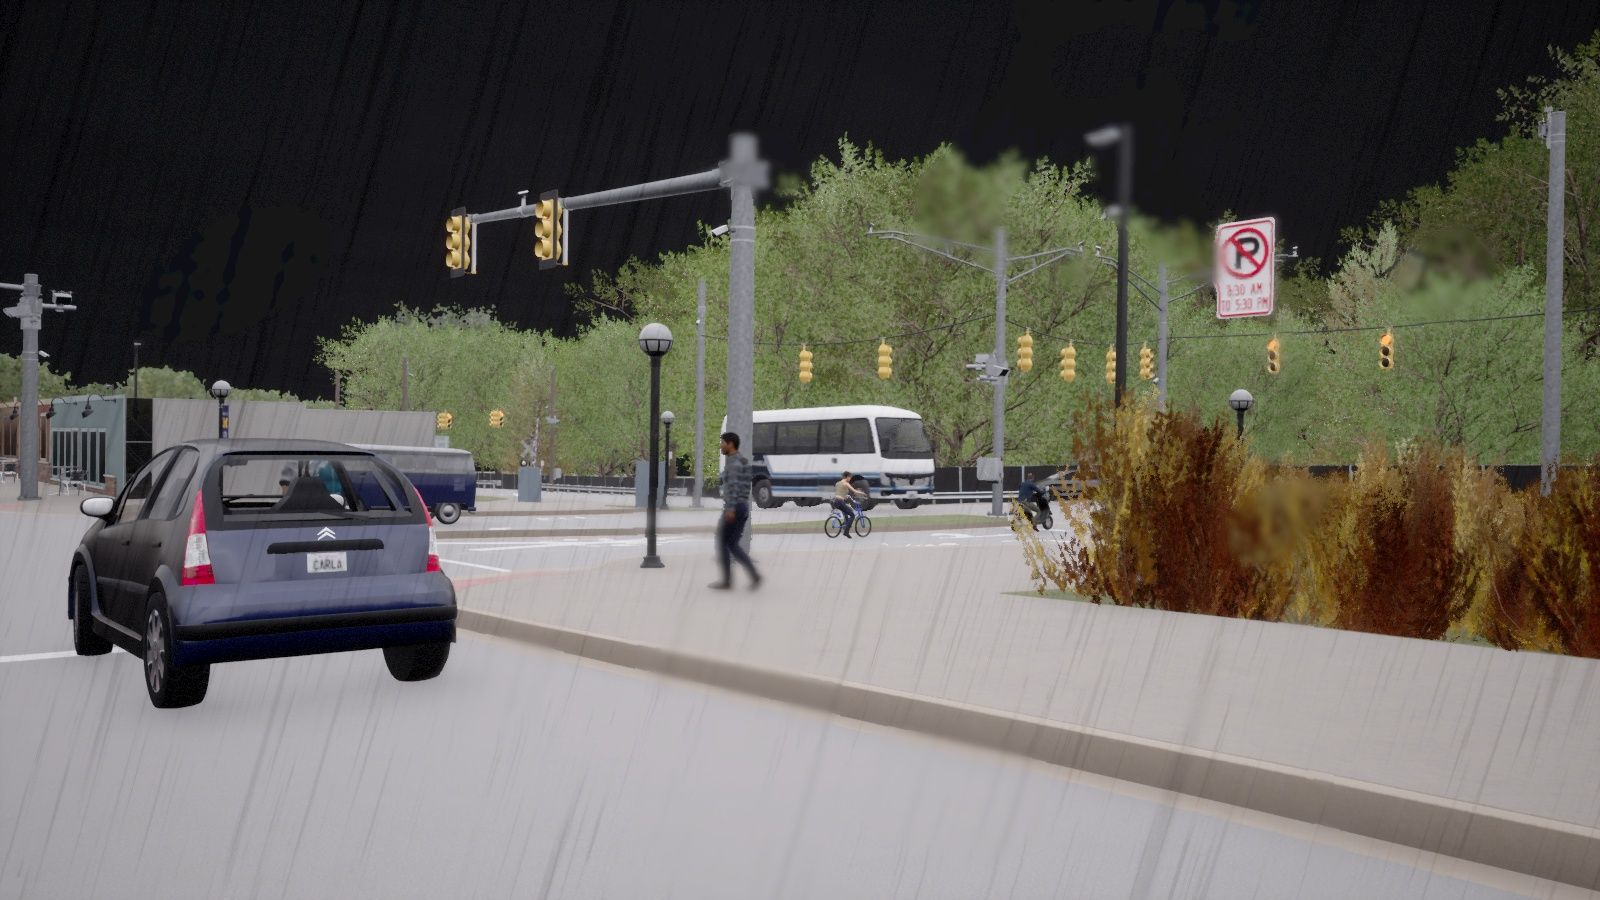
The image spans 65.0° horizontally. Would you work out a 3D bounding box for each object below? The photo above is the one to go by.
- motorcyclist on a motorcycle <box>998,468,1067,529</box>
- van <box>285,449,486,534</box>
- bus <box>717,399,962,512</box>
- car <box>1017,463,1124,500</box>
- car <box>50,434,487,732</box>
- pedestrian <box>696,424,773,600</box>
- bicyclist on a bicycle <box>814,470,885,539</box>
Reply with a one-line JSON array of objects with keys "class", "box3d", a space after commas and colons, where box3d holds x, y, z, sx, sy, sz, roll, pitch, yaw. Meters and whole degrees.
[{"class": "motorcyclist on a motorcycle", "box3d": [6.380, 1.320, 34.445, 1.817, 1.590, 0.866, -1, 0, -39]}, {"class": "van", "box3d": [-10.428, 1.055, 31.788, 4.442, 1.987, 1.775, 2, -2, -41]}, {"class": "bus", "box3d": [1.394, 0.323, 52.180, 3.944, 4.253, 10.273, 0, -1, -44]}, {"class": "car", "box3d": [11.672, 1.360, 54.341, 4.193, 1.474, 1.816, -1, 0, -3]}, {"class": "car", "box3d": [-3.969, 0.760, 8.959, 1.851, 1.617, 3.988, -1, -1, -38]}, {"class": "pedestrian", "box3d": [-0.737, 0.687, 14.164, 0.788, 1.949, 0.423, 0, 1, 9]}, {"class": "bicyclist on a bicycle", "box3d": [1.195, 1.292, 30.288, 1.509, 1.612, 0.866, 1, -1, -39]}]
